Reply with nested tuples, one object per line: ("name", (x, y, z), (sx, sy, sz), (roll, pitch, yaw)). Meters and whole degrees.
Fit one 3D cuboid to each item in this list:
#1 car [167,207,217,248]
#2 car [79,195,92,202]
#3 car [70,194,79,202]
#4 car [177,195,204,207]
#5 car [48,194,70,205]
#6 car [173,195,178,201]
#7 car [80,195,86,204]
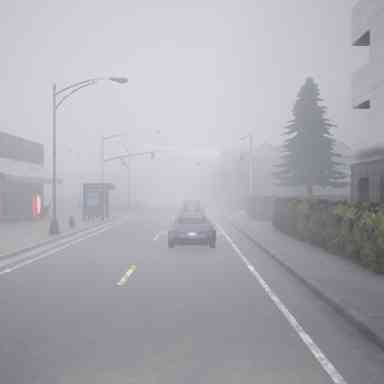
("car", (0.000, 1.571, 14.650), (1.994, 1.385, 4.181), (0, 0, 0))
("car", (-25.952, 1.551, 81.460), (1.970, 1.475, 3.806), (0, 0, 0))
("car", (-25.891, 1.287, 72.981), (1.932, 1.855, 4.605), (0, 0, 0))
("car", (0.001, 1.365, 29.620), (2.097, 1.767, 4.553), (0, 0, 0))
("car", (-22.566, 1.422, 55.930), (1.970, 1.475, 3.806), (0, 0, 0))
("car", (-3.500, 1.533, 81.015), (2.033, 1.411, 5.357), (0, 0, 0))
("car", (-18.922, 1.488, 62.989), (2.007, 1.523, 4.514), (0, 0, 0))
